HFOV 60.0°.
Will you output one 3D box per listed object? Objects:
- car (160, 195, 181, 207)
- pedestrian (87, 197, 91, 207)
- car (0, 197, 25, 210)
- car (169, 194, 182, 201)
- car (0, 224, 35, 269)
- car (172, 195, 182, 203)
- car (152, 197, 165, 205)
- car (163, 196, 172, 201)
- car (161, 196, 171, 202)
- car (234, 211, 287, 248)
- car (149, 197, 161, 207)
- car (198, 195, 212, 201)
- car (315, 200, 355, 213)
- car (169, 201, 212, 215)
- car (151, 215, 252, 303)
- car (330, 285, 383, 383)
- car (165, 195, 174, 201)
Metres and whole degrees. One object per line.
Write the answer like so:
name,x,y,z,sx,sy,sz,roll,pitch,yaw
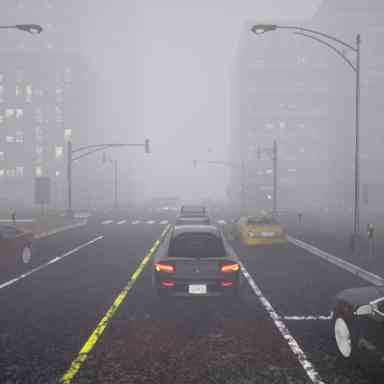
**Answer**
car,-3.187,1.537,50.383,2.033,1.411,5.357,0,0,0
pedestrian,-12.626,1.200,40.825,0.375,1.300,0.375,0,0,1
car,-21.733,1.275,37.962,4.829,1.417,1.752,0,0,1
car,-3.186,1.480,60.335,2.128,1.511,4.902,0,0,0
car,-5.848,1.542,8.774,1.887,1.381,4.507,-1,0,0
car,-3.133,1.487,70.531,1.837,1.490,4.892,0,0,0
car,-5.812,1.554,57.970,1.947,1.339,4.313,-1,0,0
car,-5.855,1.568,80.588,1.802,1.307,4.206,-1,0,0
car,-5.844,1.531,74.934,1.887,1.381,4.507,-1,0,0
car,2.780,1.521,14.547,1.752,1.417,4.829,-1,0,0
car,-5.801,1.514,52.146,1.752,1.417,4.829,-1,0,0
car,2.568,1.539,57.986,2.008,1.369,4.403,-1,0,0
car,16.243,1.623,37.536,4.403,1.369,2.008,0,0,1
car,0.056,1.487,18.170,2.128,1.511,4.902,0,0,0
car,0.084,1.523,8.096,1.812,1.442,4.674,0,0,0
car,2.802,1.550,3.088,2.008,1.369,4.403,-1,0,0
car,-5.866,1.530,86.243,1.887,1.381,4.507,-1,0,0
